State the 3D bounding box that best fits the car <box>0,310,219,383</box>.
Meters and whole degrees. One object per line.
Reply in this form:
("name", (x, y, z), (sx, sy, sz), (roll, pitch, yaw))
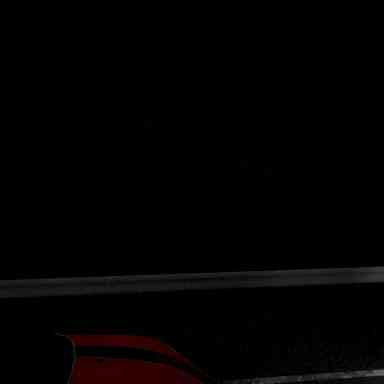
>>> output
("car", (-1.841, 1.352, 1.677), (4.553, 1.767, 2.097), (0, 0, -7))
